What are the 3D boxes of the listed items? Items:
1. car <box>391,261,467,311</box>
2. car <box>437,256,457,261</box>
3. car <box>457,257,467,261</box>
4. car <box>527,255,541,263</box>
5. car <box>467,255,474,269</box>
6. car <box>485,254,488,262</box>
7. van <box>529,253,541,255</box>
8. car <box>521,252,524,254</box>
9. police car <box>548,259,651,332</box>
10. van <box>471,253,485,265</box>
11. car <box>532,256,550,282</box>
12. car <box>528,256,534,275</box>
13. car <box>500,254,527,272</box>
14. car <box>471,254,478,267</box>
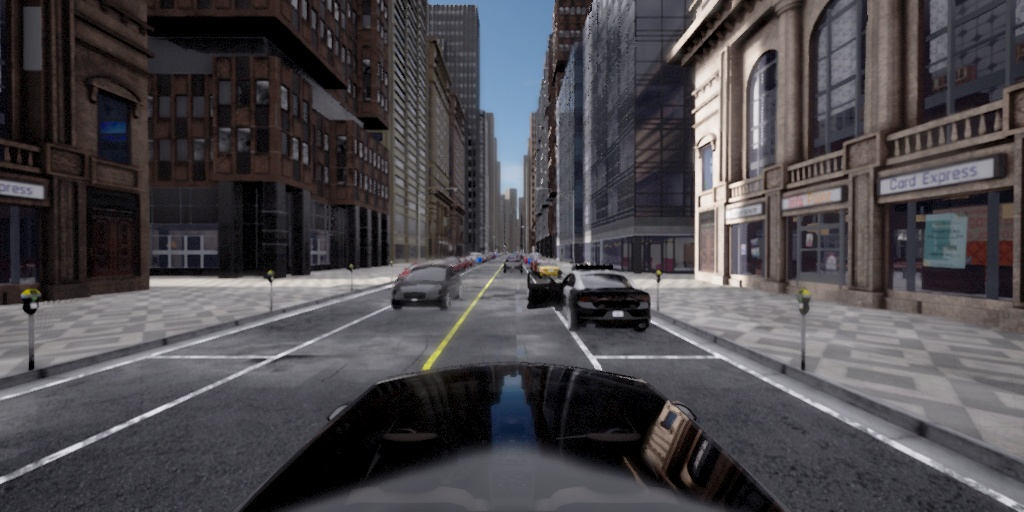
[{"bbox_3d":[-3.080,1.105,13.745,1.837,1.490,4.892,0,1,0],"label":"car"},{"bbox_3d":[-5.714,0.949,27.878,1.751,1.417,4.829,0,0,0],"label":"car"},{"bbox_3d":[-5.702,0.795,33.649,1.967,1.591,4.097,0,0,0],"label":"car"},{"bbox_3d":[2.834,0.830,39.242,1.888,1.381,4.507,0,0,0],"label":"car"},{"bbox_3d":[-5.691,0.831,39.250,1.888,1.381,4.507,0,0,0],"label":"car"},{"bbox_3d":[-5.646,0.591,61.656,1.802,1.307,4.207,0,0,0],"label":"car"},{"bbox_3d":[2.845,0.557,44.843,1.690,1.789,3.998,0,0,0],"label":"van"},{"bbox_3d":[2.879,0.448,61.649,1.967,1.591,4.097,0,0,0],"label":"car"},{"bbox_3d":[2.380,1.064,10.616,1.930,1.638,5.238,0,1,0],"label":"police car"},{"bbox_3d":[-5.658,0.419,56.055,1.690,1.789,3.998,0,0,0],"label":"van"},{"bbox_3d":[2.812,0.949,28.208,1.751,1.417,4.829,0,0,0],"label":"car"},{"bbox_3d":[2.823,0.899,33.640,1.888,1.381,4.507,0,0,0],"label":"car"},{"bbox_3d":[0.128,0.817,35.980,2.128,1.511,4.902,0,1,1],"label":"car"},{"bbox_3d":[-5.680,0.762,44.852,1.888,1.381,4.507,0,0,0],"label":"car"}]
